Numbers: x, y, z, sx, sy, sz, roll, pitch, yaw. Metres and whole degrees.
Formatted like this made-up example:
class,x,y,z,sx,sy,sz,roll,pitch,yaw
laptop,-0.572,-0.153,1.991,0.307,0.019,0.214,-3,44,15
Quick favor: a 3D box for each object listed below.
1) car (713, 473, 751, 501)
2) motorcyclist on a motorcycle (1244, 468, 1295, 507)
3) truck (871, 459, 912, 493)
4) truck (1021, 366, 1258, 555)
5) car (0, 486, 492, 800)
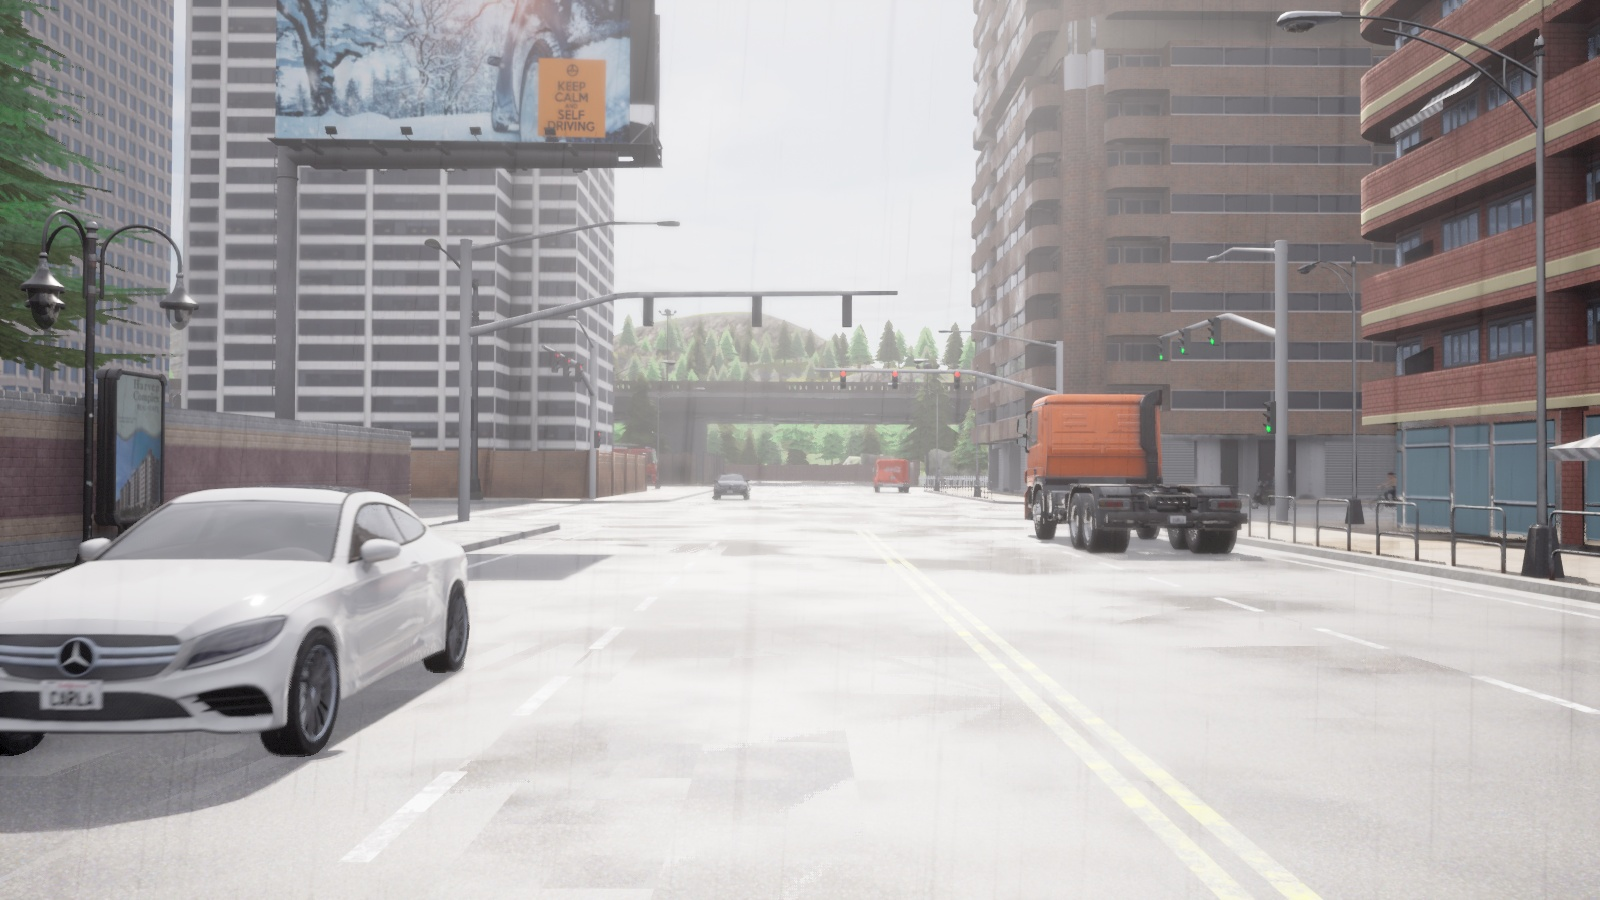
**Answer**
class,x,y,z,sx,sy,sz,roll,pitch,yaw
car,-3.687,2.006,68.621,1.812,1.442,4.674,0,-1,0
motorcyclist on a motorcycle,19.767,1.576,52.891,1.817,1.590,0.866,0,-1,0
truck,6.745,1.877,93.385,2.627,2.467,5.204,0,0,0
truck,6.922,0.258,26.978,2.891,3.462,7.936,0,-1,0
car,-3.523,0.995,8.371,1.812,1.442,4.674,0,-1,0
